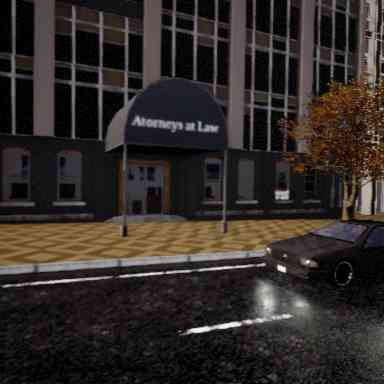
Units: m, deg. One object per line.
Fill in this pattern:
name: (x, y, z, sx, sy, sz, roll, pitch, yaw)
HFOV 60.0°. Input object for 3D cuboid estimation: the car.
car: (4.564, 1.472, 8.910, 5.357, 1.411, 2.033, 1, 1, -24)
